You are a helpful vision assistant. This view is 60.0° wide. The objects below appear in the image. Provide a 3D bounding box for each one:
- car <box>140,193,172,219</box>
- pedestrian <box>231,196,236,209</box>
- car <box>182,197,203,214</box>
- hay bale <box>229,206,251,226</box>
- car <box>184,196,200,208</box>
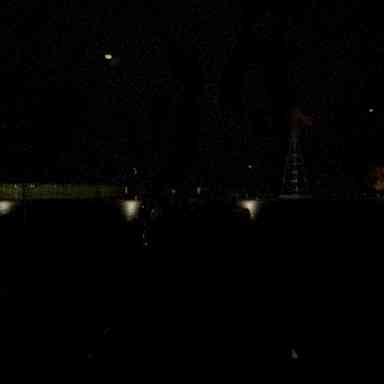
[{"bbox_3d":[-2.858,1.087,27.453,2.150,2.045,5.566,0,0,0],"label":"car"},{"bbox_3d":[2.818,1.181,22.756,0.375,1.860,0.375,-1,1,0],"label":"pedestrian"},{"bbox_3d":[0.025,1.316,32.831,1.882,1.535,5.008,0,0,0],"label":"car"},{"bbox_3d":[3.127,1.552,21.666,1.220,1.180,1.240,1,1,0],"label":"hay bale"},{"bbox_3d":[0.007,1.323,44.513,2.033,1.411,5.357,0,0,0],"label":"car"}]
